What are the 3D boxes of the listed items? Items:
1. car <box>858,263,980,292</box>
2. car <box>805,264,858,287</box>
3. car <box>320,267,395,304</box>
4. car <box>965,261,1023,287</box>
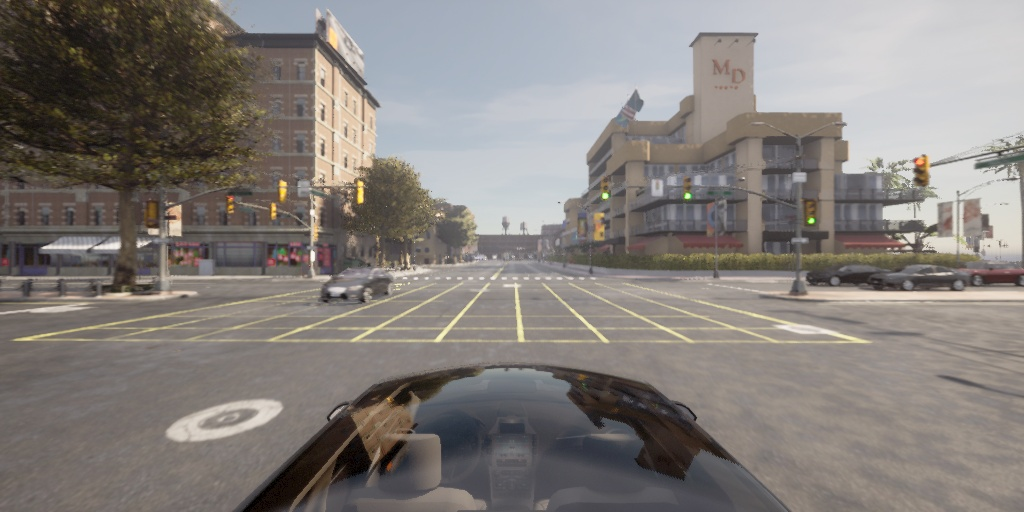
[{"bbox_3d":[24.118,1.298,21.375,4.892,1.490,1.837,0,0,0],"label":"car"},{"bbox_3d":[23.225,1.278,24.883,5.008,1.535,1.882,0,0,0],"label":"car"},{"bbox_3d":[-6.996,1.261,16.704,2.128,1.511,4.902,0,0,0],"label":"car"},{"bbox_3d":[32.311,1.154,24.794,4.553,1.767,2.097,0,0,1],"label":"car"}]
